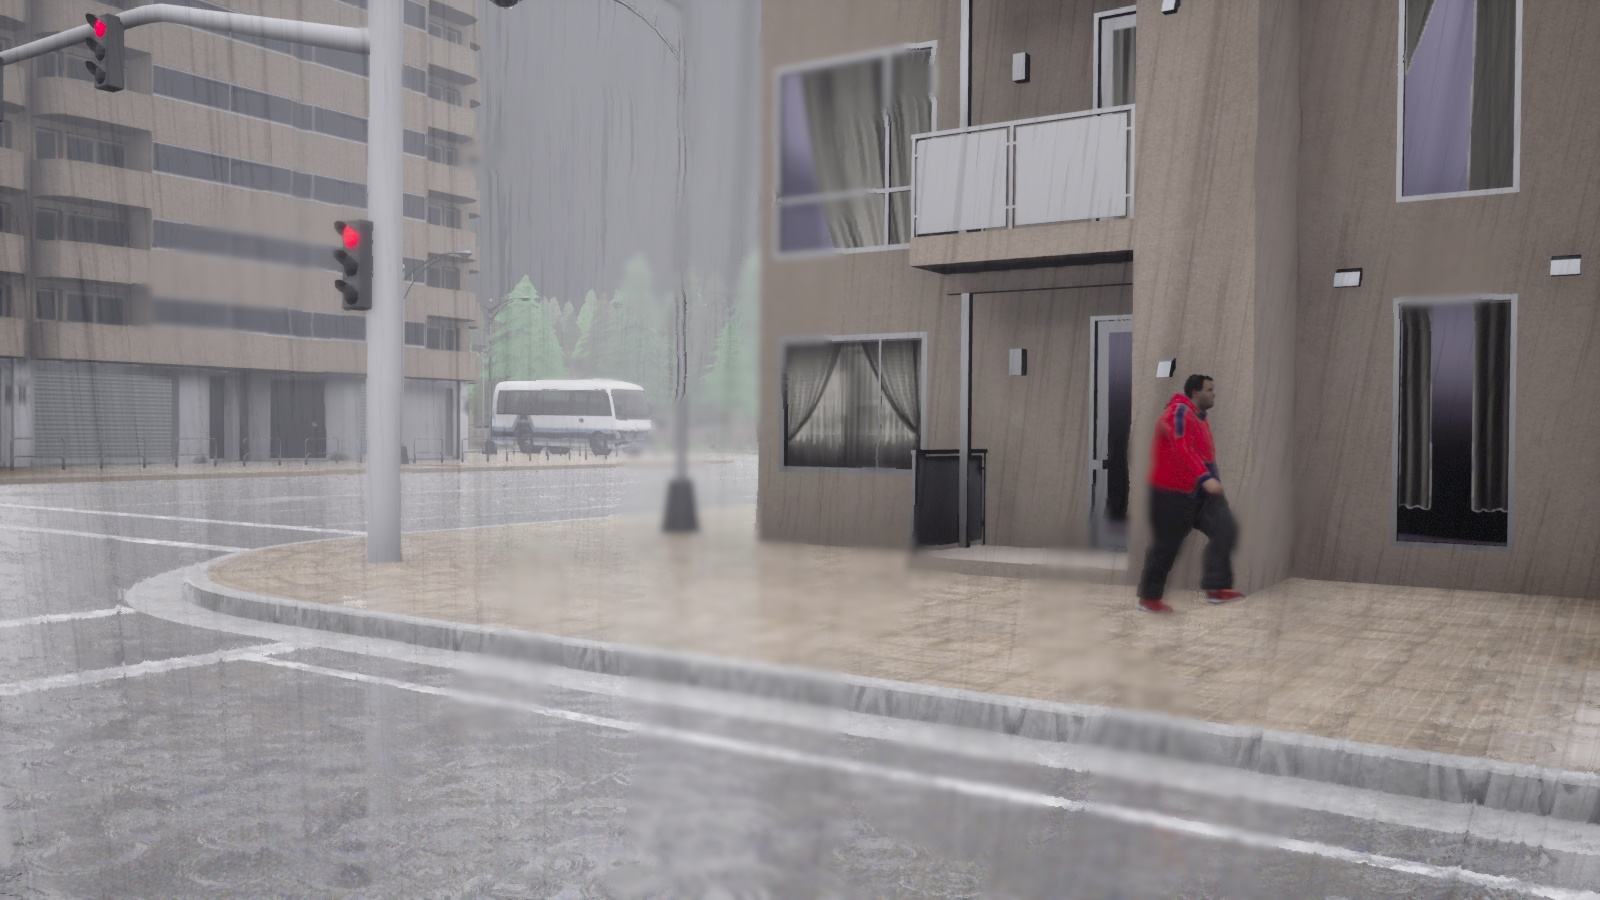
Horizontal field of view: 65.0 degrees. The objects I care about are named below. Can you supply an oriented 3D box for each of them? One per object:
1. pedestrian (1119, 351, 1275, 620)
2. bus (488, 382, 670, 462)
[{"bbox_3d":[2.889,0.239,9.152,0.899,1.844,0.634,0,1,40],"label":"pedestrian"},{"bbox_3d":[-12.588,-1.558,71.147,10.273,4.253,3.944,1,1,34],"label":"bus"}]
